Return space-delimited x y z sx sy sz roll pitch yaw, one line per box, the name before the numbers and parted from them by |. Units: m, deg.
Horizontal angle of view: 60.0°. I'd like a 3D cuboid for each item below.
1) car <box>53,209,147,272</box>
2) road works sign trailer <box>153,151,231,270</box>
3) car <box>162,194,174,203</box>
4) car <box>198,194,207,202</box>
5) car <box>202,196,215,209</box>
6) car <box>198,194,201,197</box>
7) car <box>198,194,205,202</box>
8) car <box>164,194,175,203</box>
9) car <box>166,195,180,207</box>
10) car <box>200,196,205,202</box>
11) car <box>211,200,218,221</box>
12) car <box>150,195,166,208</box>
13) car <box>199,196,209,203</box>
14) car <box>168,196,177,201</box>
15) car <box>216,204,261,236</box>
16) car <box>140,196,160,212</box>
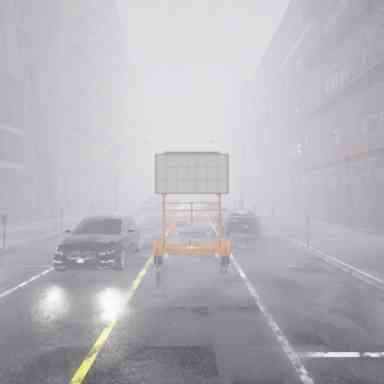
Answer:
car | -2.844 1.512 10.910 1.837 1.490 4.892 0 0 0
road works sign trailer | -0.005 0.472 10.978 2.380 3.560 2.880 0 0 0
car | -5.255 1.486 73.661 2.192 1.841 5.009 1 0 0
car | 2.596 1.535 84.659 2.192 1.841 5.009 1 0 0
car | 2.603 1.606 40.411 1.887 1.381 4.507 1 0 0
car | 2.617 1.693 68.065 1.887 1.381 4.507 1 0 0
car | 2.614 1.672 62.535 1.887 1.381 4.507 1 0 0
car | -5.252 1.510 79.191 2.192 1.841 5.009 1 0 0
car | -2.822 1.638 51.773 2.033 1.411 5.357 0 0 0
car | 2.606 1.625 45.943 2.008 1.369 4.403 1 0 0
car | 2.596 1.550 23.991 1.752 1.417 4.829 1 0 0
car | -5.268 1.390 46.010 2.192 1.841 5.009 2 0 0
car | 2.630 1.611 73.597 1.967 1.590 4.097 1 0 0
car | -5.254 1.813 90.253 1.947 1.339 4.313 1 0 0
car | 2.593 1.561 18.289 1.887 1.381 4.507 1 0 0
car | -5.276 1.586 40.308 1.752 1.417 4.829 2 0 0
